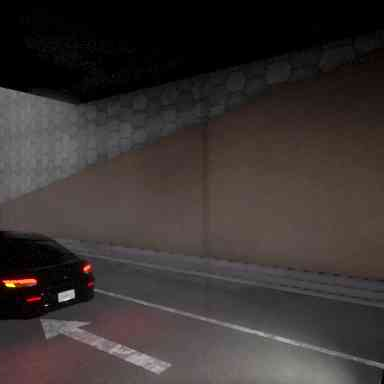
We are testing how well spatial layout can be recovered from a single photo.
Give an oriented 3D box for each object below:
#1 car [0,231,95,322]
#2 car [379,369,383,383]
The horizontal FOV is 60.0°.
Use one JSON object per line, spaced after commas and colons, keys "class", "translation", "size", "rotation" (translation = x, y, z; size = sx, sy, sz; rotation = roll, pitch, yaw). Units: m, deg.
{"class": "car", "translation": [-3.918, 1.526, 6.768], "size": [4.674, 1.442, 1.812], "rotation": [0, 0, 36]}
{"class": "car", "translation": [3.523, 1.505, 1.401], "size": [4.892, 1.490, 1.837], "rotation": [0, 0, 36]}
